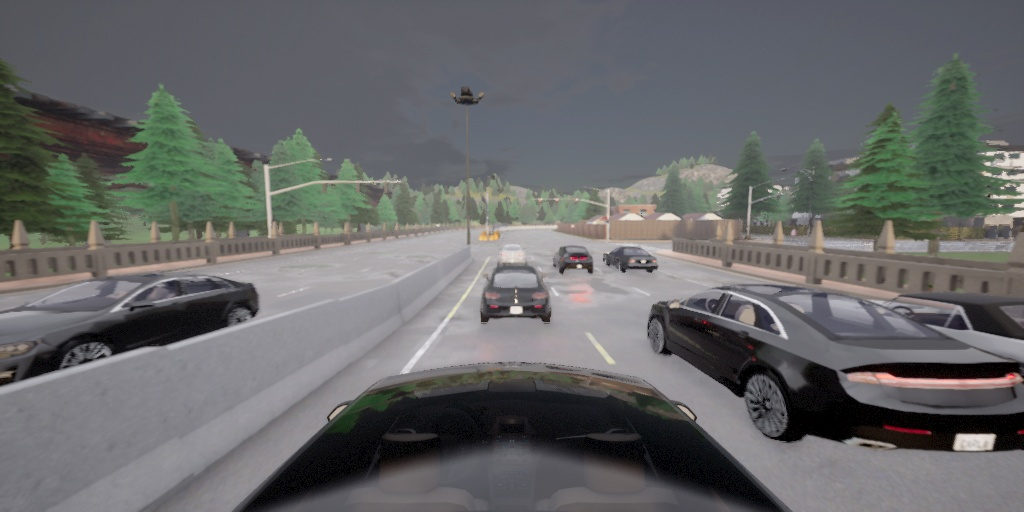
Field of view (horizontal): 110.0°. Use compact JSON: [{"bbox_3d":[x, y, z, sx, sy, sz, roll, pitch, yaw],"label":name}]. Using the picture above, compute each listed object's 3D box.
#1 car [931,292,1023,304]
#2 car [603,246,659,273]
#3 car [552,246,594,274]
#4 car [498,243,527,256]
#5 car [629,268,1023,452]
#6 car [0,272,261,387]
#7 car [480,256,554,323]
[{"bbox_3d":[7.097,1.239,5.844,1.895,1.301,4.718,0,2,0],"label":"car"},{"bbox_3d":[7.034,0.120,21.712,2.033,1.411,5.357,0,5,0],"label":"car"},{"bbox_3d":[3.534,0.113,21.286,1.837,1.490,4.892,0,4,0],"label":"car"},{"bbox_3d":[0.018,-0.135,24.214,1.812,1.442,4.674,0,5,0],"label":"car"},{"bbox_3d":[3.596,1.152,5.208,2.128,1.511,4.902,0,2,0],"label":"car"},{"bbox_3d":[-7.030,1.102,6.659,2.128,1.511,4.902,0,2,1],"label":"car"},{"bbox_3d":[0.083,0.953,10.578,1.812,1.442,4.674,0,3,0],"label":"car"}]
